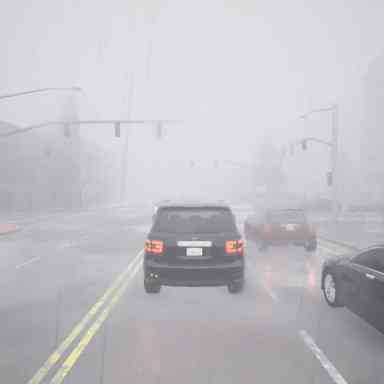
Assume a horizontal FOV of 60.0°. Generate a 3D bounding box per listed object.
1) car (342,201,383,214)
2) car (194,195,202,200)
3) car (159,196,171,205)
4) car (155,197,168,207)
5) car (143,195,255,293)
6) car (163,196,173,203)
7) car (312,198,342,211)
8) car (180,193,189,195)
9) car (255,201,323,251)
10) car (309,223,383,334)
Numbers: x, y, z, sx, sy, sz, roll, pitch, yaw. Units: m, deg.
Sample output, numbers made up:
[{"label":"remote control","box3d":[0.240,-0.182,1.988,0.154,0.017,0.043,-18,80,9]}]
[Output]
[{"label":"car","box3d":[18.492,1.601,34.152,4.718,1.301,1.895,0,0,-2]},{"label":"car","box3d":[1.479,1.552,90.349,1.994,1.385,4.181,0,0,-1]},{"label":"car","box3d":[-4.892,1.477,61.317,1.882,1.535,5.008,0,0,-1]},{"label":"car","box3d":[-4.694,1.526,51.927,1.812,1.442,4.674,0,0,-1]},{"label":"car","box3d":[0.055,1.221,8.969,2.150,2.045,5.566,0,0,0]},{"label":"car","box3d":[-5.065,1.552,71.198,1.994,1.385,4.181,0,0,-1]},{"label":"car","box3d":[14.443,1.505,37.545,4.892,1.490,1.837,0,0,-2]},{"label":"car","box3d":[-1.779,1.496,80.204,1.837,1.490,4.892,0,0,-1]},{"label":"car","box3d":[3.537,1.352,14.147,2.097,1.767,4.553,0,0,0]},{"label":"car","box3d":[3.608,1.505,5.065,1.837,1.490,4.892,0,0,0]}]
